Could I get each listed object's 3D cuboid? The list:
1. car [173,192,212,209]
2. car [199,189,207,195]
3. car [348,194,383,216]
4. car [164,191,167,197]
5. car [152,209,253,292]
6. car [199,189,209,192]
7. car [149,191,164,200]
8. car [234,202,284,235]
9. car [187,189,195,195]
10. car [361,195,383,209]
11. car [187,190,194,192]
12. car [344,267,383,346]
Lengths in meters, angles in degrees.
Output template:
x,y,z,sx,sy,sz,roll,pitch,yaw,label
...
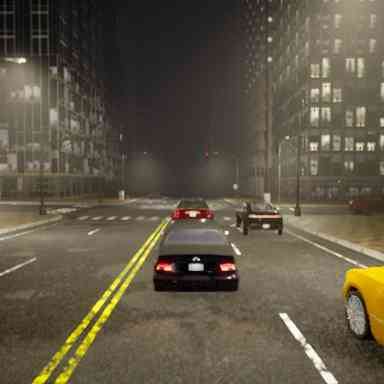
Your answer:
x,y,z,sx,sy,sz,roll,pitch,yaw,label
0.033,1.085,18.039,2.097,1.767,4.553,0,1,0,car
2.905,0.024,89.806,1.994,1.385,4.181,0,1,0,car
16.092,1.113,28.659,5.009,1.841,2.192,1,1,1,car
-6.794,0.446,76.296,1.895,1.301,4.718,0,1,0,car
0.066,1.418,8.728,2.033,1.411,5.357,0,1,0,car
2.944,0.144,79.741,2.097,1.767,4.553,0,1,0,car
-6.782,0.689,60.914,1.895,1.301,4.718,0,1,0,car
3.277,1.242,16.871,2.128,1.511,4.902,0,1,1,car
-0.346,0.024,89.794,1.994,1.385,4.181,0,1,0,car
21.669,1.119,36.968,4.829,1.417,1.752,1,1,1,car
-0.306,0.340,79.762,1.994,1.385,4.181,0,1,0,car
3.337,1.428,3.281,1.882,1.535,5.008,0,1,0,car
